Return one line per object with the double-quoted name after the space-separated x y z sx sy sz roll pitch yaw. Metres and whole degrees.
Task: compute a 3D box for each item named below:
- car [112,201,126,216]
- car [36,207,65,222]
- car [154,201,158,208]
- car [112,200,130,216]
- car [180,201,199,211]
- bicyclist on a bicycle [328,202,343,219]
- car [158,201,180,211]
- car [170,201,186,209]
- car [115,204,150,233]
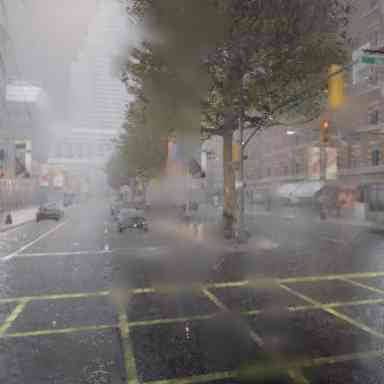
-6.433 1.958 31.783 2.128 1.511 4.902 0 -1 -14 "car"
-13.054 2.044 30.828 1.895 1.301 4.718 0 -1 -15 "car"
-6.060 2.412 62.784 2.128 1.511 4.902 0 -1 -14 "car"
-8.976 1.962 41.696 2.097 1.767 4.553 0 -1 -14 "car"
-0.278 2.292 54.375 2.128 1.511 4.902 0 -1 -14 "car"
13.706 1.775 31.706 1.656 1.620 0.582 0 -1 -14 "bicyclist on a bicycle"
-3.771 2.297 53.905 1.837 1.490 4.892 0 -1 -14 "car"
-2.671 2.483 63.656 2.033 1.411 5.357 0 -1 -14 "car"
-4.065 1.837 22.594 1.837 1.490 4.892 0 -1 -14 "car"
